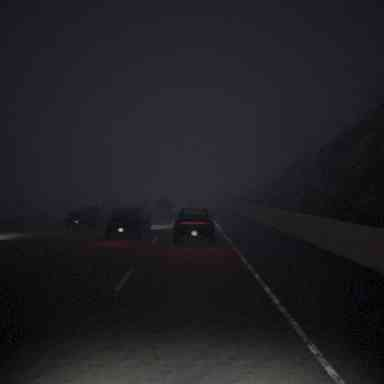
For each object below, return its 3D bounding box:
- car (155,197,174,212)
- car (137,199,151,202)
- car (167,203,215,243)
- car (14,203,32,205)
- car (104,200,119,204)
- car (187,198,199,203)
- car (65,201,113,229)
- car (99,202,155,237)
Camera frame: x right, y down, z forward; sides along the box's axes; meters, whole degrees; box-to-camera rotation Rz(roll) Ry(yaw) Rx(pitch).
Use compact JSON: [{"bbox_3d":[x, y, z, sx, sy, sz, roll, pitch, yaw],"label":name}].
[{"bbox_3d":[-3.394,1.465,41.050,2.097,1.767,4.553,0,0,0],"label":"car"},{"bbox_3d":[-6.889,1.656,47.113,1.812,1.442,4.674,0,0,0],"label":"car"},{"bbox_3d":[0.102,1.538,16.465,2.128,1.511,4.902,0,0,0],"label":"car"},{"bbox_3d":[-21.045,1.618,41.225,1.837,1.490,4.892,0,0,0],"label":"car"},{"bbox_3d":[-10.393,1.666,42.620,2.033,1.411,5.357,0,0,0],"label":"car"},{"bbox_3d":[0.109,1.713,53.813,1.994,1.385,4.181,0,0,0],"label":"car"},{"bbox_3d":[-6.894,1.587,22.144,1.812,1.442,4.674,0,0,0],"label":"car"},{"bbox_3d":[-3.397,1.557,18.278,1.837,1.490,4.892,0,0,0],"label":"car"}]
